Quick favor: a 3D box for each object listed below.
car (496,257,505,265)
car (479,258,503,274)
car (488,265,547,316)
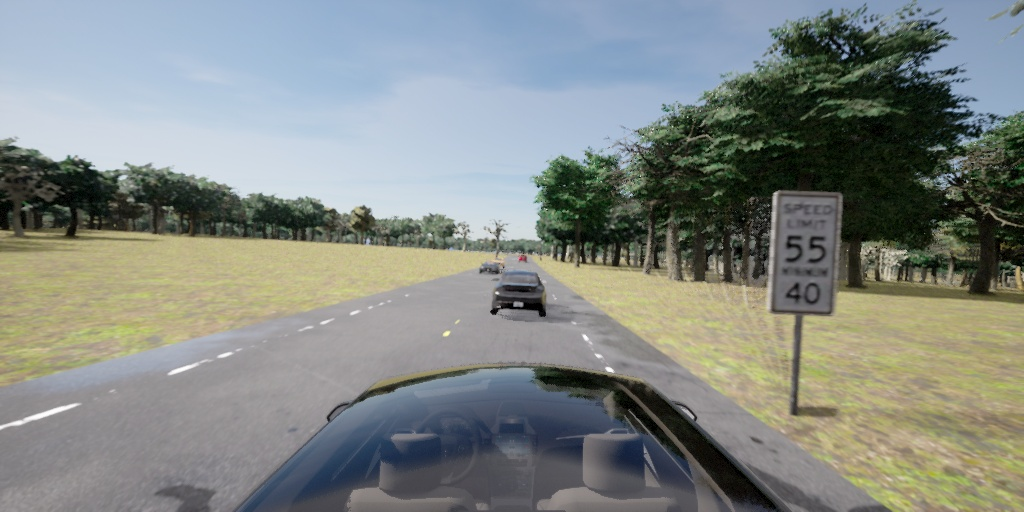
[{"bbox_3d":[-1.977,0.942,52.036,1.882,1.535,5.008,2,0,2],"label":"car"},{"bbox_3d":[-2.399,1.251,39.245,1.994,1.385,4.181,2,0,2],"label":"car"},{"bbox_3d":[0.287,1.289,13.747,1.837,1.490,4.892,2,0,2],"label":"car"}]
